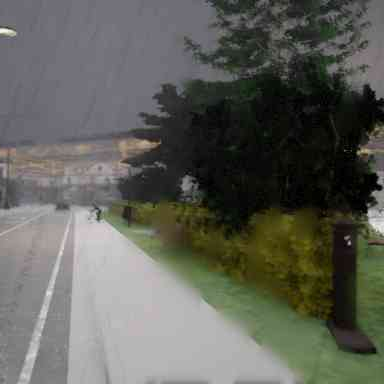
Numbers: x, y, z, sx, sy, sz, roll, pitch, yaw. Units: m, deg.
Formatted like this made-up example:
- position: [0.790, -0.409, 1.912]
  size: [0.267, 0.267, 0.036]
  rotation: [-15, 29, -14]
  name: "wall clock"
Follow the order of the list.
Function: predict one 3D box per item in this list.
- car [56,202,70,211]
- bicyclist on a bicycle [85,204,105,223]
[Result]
- position: [-22.106, 2.383, 57.167]
  size: [1.882, 1.535, 5.008]
  rotation: [2, -2, -14]
  name: "car"
- position: [-8.114, 1.811, 27.972]
  size: [1.656, 1.620, 0.582]
  rotation: [2, -1, -19]
  name: "bicyclist on a bicycle"
